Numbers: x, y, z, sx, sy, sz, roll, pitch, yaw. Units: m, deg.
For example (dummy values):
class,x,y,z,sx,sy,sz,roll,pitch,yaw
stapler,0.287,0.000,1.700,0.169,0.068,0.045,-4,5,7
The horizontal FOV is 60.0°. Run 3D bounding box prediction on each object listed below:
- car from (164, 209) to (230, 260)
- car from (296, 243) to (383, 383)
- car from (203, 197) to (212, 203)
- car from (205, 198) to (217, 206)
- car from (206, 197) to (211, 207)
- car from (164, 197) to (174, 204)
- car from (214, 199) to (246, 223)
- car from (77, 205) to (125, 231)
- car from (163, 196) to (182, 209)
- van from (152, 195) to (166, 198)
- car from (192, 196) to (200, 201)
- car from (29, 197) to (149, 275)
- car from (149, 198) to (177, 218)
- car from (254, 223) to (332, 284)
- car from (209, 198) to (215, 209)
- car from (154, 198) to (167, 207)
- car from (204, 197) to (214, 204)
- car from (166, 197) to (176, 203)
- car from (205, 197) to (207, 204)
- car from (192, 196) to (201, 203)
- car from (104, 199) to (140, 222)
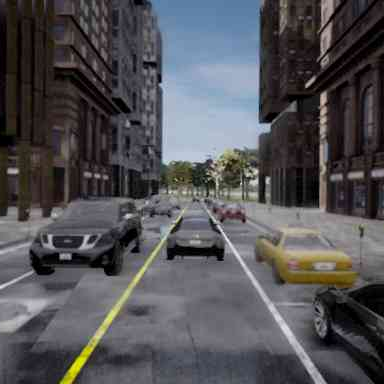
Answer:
class,x,y,z,sx,sy,sz,roll,pitch,yaw
car,0.134,1.574,12.602,1.994,1.385,4.181,0,0,1
car,2.784,1.589,3.583,1.947,1.339,4.313,0,0,1
car,3.670,1.871,77.274,1.947,1.339,4.313,0,0,1
car,3.465,1.748,60.268,2.008,1.369,4.403,0,0,1
car,3.261,1.671,43.264,2.008,1.369,4.403,0,0,1
car,-4.922,1.761,71.739,1.947,1.339,4.313,0,0,1
car,3.057,1.501,26.256,1.967,1.590,4.097,0,0,1
car,-5.535,1.556,20.721,1.802,1.307,4.206,0,0,1
car,-2.488,1.606,44.055,1.812,1.442,4.674,0,0,1
van,-5.193,1.413,49.066,1.690,1.788,3.998,0,0,1
car,1.048,1.701,88.189,2.128,1.511,4.902,0,0,1
car,-2.986,1.203,10.720,2.150,2.045,5.566,0,0,1
car,-2.674,1.532,30.225,1.837,1.490,4.892,0,-1,1
car,2.854,1.553,9.420,1.752,1.417,4.829,0,0,1
car,3.193,1.682,37.594,1.802,1.307,4.206,0,0,1
car,-5.125,1.679,54.733,1.802,1.307,4.206,0,0,1
car,3.601,1.811,71.606,1.887,1.381,4.507,0,0,1
car,-4.854,1.785,77.408,2.008,1.369,4.403,0,0,1
car,3.330,1.694,48.932,2.008,1.369,4.403,0,0,1
car,0.925,1.810,78.125,1.812,1.442,4.674,0,0,1
car,-5.466,1.430,26.388,1.967,1.590,4.097,0,0,1
